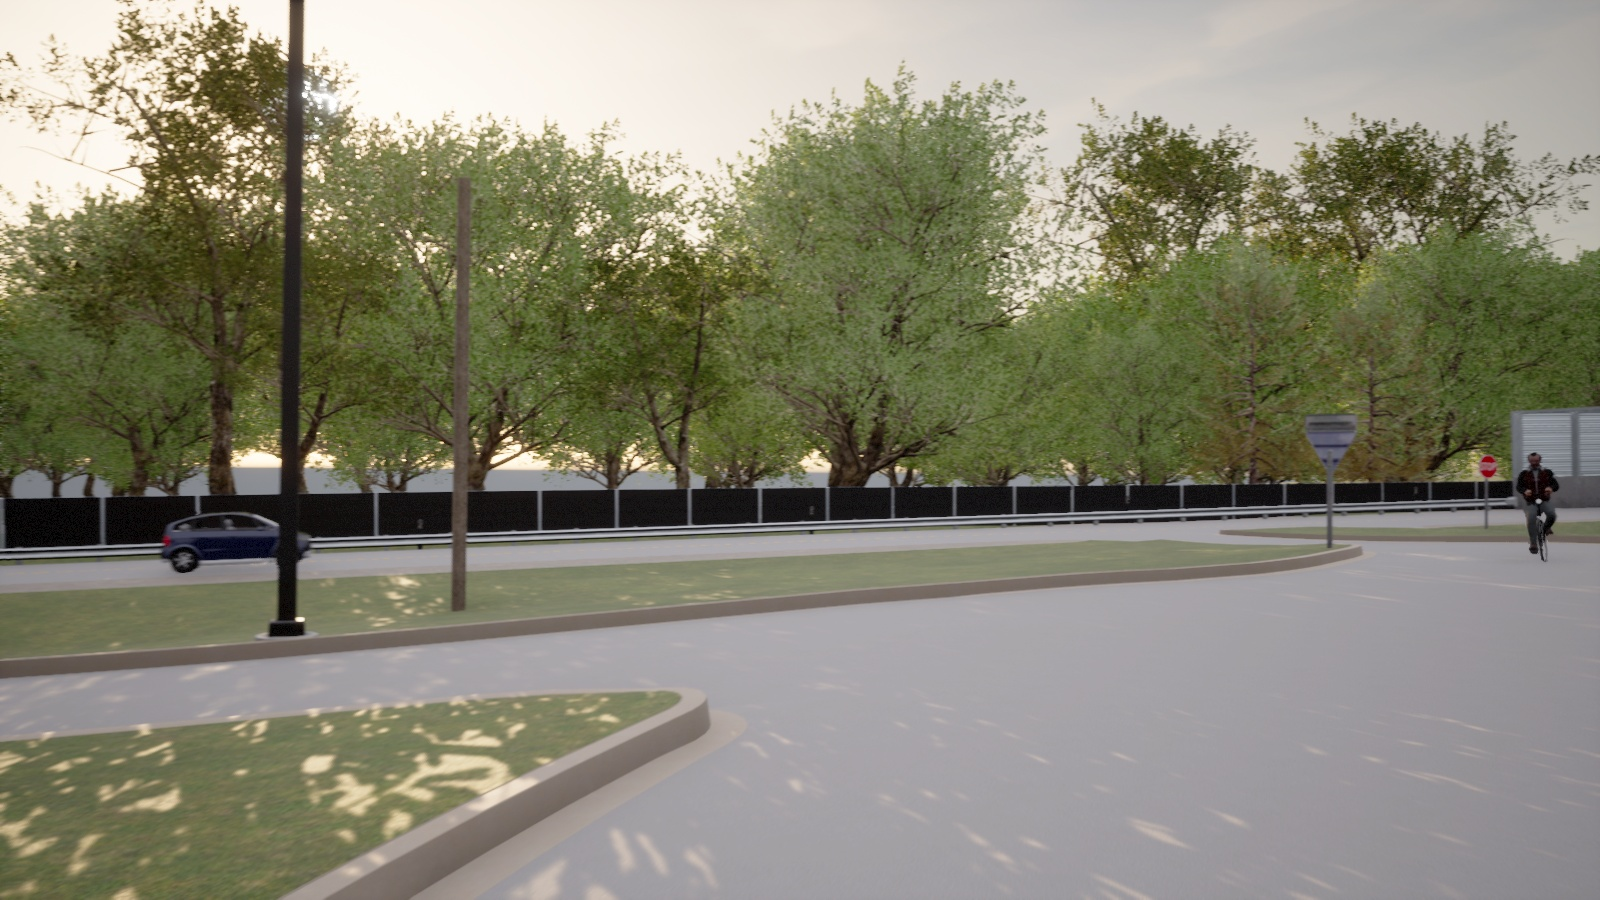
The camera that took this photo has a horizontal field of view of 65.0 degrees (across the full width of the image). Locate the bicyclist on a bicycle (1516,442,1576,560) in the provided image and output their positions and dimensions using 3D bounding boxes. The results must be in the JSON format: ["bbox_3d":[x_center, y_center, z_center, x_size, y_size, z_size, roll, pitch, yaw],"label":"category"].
[{"bbox_3d":[11.919,0.819,20.094,0.659,1.776,1.843,-5,-5,30],"label":"bicyclist on a bicycle"}]

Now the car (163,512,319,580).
[{"bbox_3d":[-14.943,2.552,33.772,3.705,1.549,1.789,-1,0,-20],"label":"car"}]
